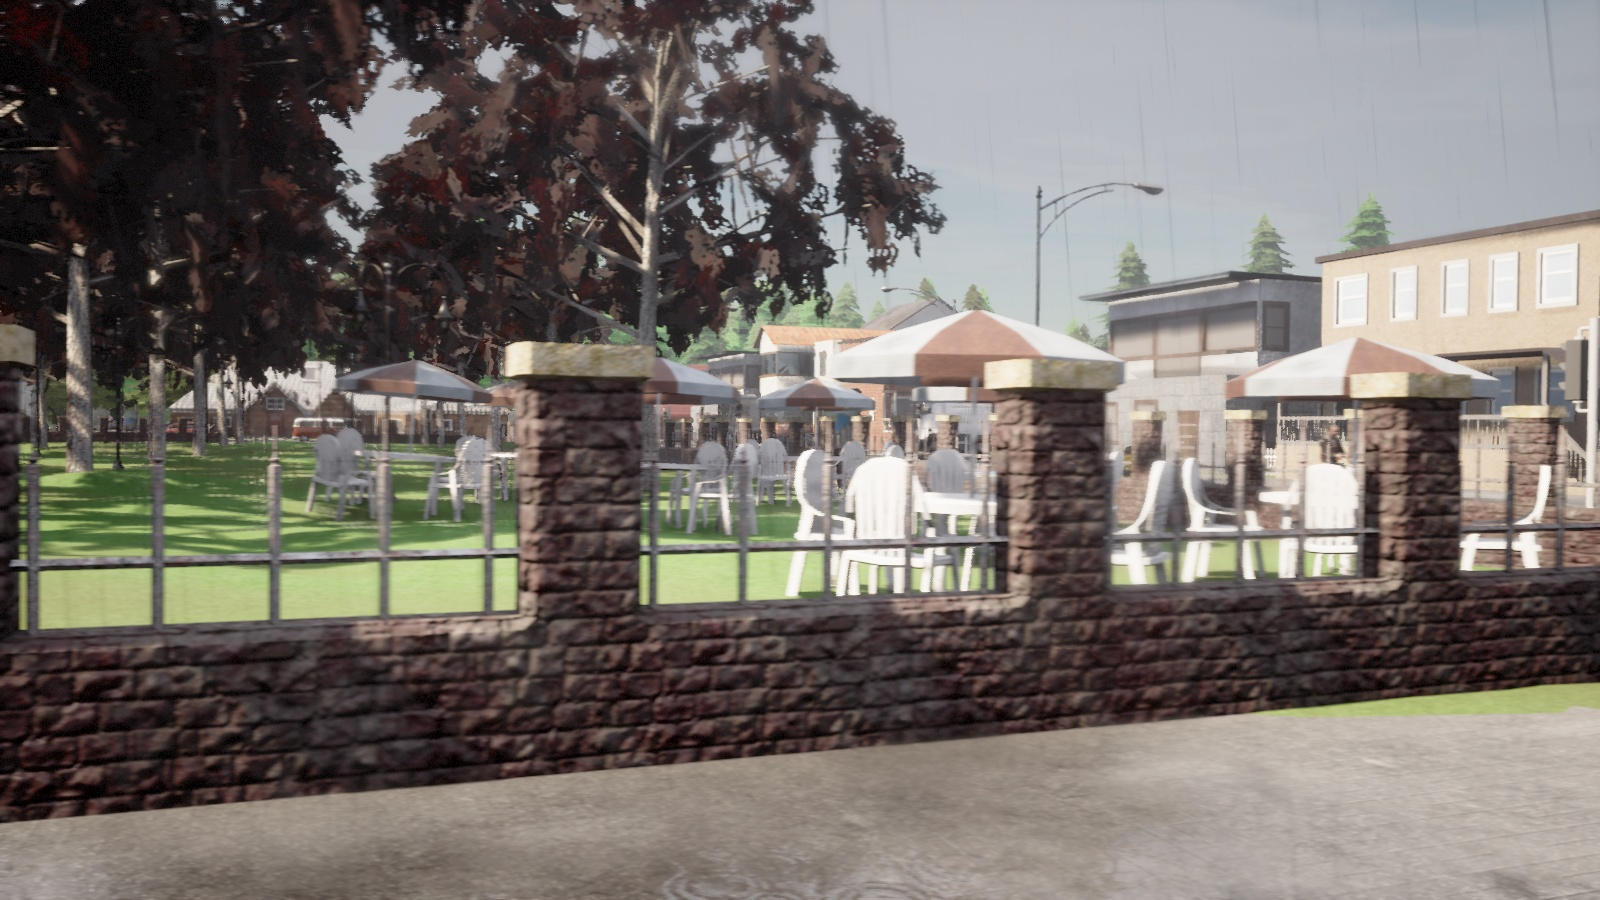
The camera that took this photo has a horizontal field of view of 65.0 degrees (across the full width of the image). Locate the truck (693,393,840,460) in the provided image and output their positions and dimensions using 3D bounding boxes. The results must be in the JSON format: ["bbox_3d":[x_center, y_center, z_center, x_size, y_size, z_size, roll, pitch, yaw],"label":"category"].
[{"bbox_3d":[-1.732,-1.277,68.286,7.936,3.462,2.891,-2,1,-42],"label":"truck"}]

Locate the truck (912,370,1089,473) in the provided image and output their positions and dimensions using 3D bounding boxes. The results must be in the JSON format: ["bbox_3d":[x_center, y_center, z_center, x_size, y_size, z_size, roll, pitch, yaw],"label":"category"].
[{"bbox_3d":[7.189,-1.018,46.449,2.891,3.462,7.936,-1,1,-20],"label":"truck"}]

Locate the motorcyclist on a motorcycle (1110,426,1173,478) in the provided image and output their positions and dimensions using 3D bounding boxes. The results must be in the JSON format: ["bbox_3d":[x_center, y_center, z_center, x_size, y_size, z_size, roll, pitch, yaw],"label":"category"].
[{"bbox_3d":[10.353,0.048,38.145,0.797,1.523,2.044,-1,1,-21],"label":"motorcyclist on a motorcycle"}]
